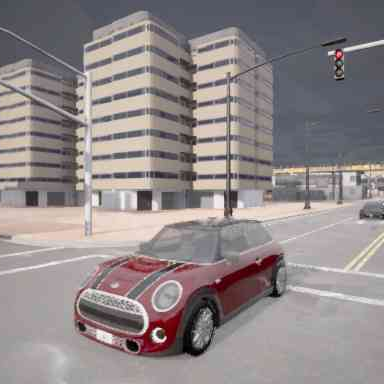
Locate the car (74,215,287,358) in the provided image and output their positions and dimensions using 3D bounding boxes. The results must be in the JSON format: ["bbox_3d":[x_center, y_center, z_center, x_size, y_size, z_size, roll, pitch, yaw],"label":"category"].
[{"bbox_3d":[0.117,1.347,6.303,2.097,1.767,4.553,0,0,35],"label":"car"}]

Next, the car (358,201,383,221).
[{"bbox_3d":[15.030,1.544,27.368,1.837,1.490,4.892,0,0,35],"label":"car"}]
